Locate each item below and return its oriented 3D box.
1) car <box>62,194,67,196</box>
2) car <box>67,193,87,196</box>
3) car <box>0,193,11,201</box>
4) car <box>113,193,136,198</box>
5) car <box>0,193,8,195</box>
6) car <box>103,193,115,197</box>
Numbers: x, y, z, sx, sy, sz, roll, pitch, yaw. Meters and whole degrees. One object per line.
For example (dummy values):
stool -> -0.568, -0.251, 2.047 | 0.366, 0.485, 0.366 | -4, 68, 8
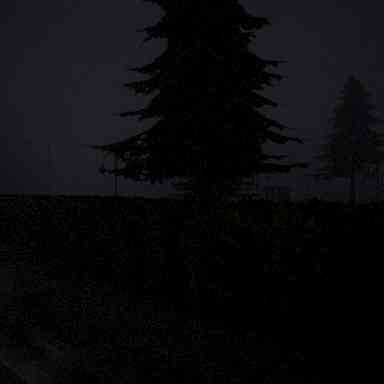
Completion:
car -> -31.928, 1.232, 85.953 | 3.806, 1.475, 1.970 | 0, 0, -45
car -> -27.195, 1.154, 81.607 | 5.027, 1.636, 2.152 | 0, 0, -45
car -> -41.785, 1.097, 71.648 | 4.605, 1.855, 1.932 | 0, 0, -45
car -> -10.326, 1.384, 54.287 | 3.806, 1.475, 1.970 | 0, 0, -45
car -> -23.730, 1.330, 41.297 | 5.027, 1.636, 2.152 | 0, 0, -45
car -> -15.887, 1.097, 70.708 | 4.605, 1.855, 1.932 | 0, 0, -45
